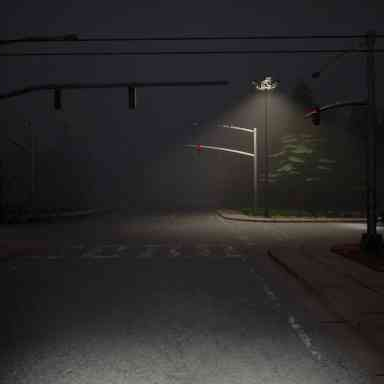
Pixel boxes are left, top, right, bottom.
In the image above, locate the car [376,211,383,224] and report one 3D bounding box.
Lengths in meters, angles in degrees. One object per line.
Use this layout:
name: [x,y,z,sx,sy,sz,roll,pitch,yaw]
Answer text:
car: [14.896,1.513,22.121,4.892,1.490,1.837,0,0,1]
